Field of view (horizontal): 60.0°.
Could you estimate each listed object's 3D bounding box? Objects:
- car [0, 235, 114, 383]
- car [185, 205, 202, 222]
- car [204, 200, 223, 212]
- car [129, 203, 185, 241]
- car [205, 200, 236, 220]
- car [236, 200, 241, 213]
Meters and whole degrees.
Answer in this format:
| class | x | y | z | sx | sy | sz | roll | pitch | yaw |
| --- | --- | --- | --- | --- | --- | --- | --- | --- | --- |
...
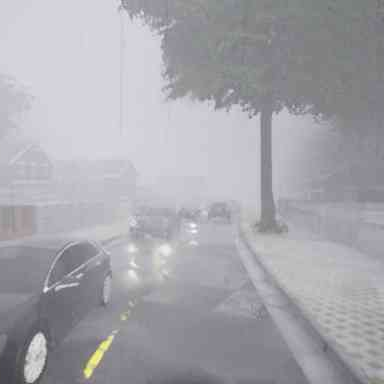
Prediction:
| class | x | y | z | sx | sy | sz | roll | pitch | yaw |
| --- | --- | --- | --- | --- | --- | --- | --- | --- | --- |
| car | -2.664 | 1.553 | 5.404 | 1.837 | 1.490 | 4.892 | 0 | -1 | 2 |
| car | -0.344 | 1.904 | 30.303 | 1.895 | 1.301 | 4.718 | 0 | 0 | 9 |
| car | 3.198 | 1.945 | 47.858 | 1.882 | 1.535 | 5.008 | 1 | 0 | 14 |
| car | -1.865 | 1.531 | 17.982 | 2.097 | 1.767 | 4.553 | 0 | -1 | 6 |
| car | 2.773 | 1.699 | 32.126 | 2.097 | 1.767 | 4.553 | 0 | 0 | 11 |
| car | 5.519 | 1.814 | 45.314 | 2.097 | 1.767 | 4.553 | 1 | 0 | 14 |
